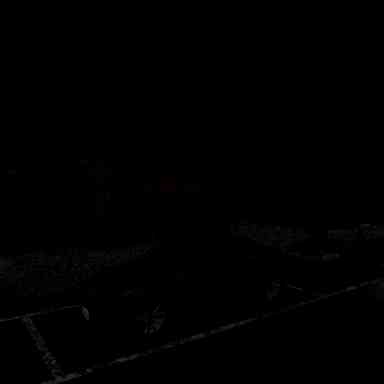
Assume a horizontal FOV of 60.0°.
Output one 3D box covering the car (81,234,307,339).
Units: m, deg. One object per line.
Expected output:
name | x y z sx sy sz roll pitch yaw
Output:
car | 0.072 1.566 6.588 4.313 1.339 1.947 0 0 -35

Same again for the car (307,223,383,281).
car | 4.552 1.582 9.781 4.206 1.307 1.802 0 0 -35
